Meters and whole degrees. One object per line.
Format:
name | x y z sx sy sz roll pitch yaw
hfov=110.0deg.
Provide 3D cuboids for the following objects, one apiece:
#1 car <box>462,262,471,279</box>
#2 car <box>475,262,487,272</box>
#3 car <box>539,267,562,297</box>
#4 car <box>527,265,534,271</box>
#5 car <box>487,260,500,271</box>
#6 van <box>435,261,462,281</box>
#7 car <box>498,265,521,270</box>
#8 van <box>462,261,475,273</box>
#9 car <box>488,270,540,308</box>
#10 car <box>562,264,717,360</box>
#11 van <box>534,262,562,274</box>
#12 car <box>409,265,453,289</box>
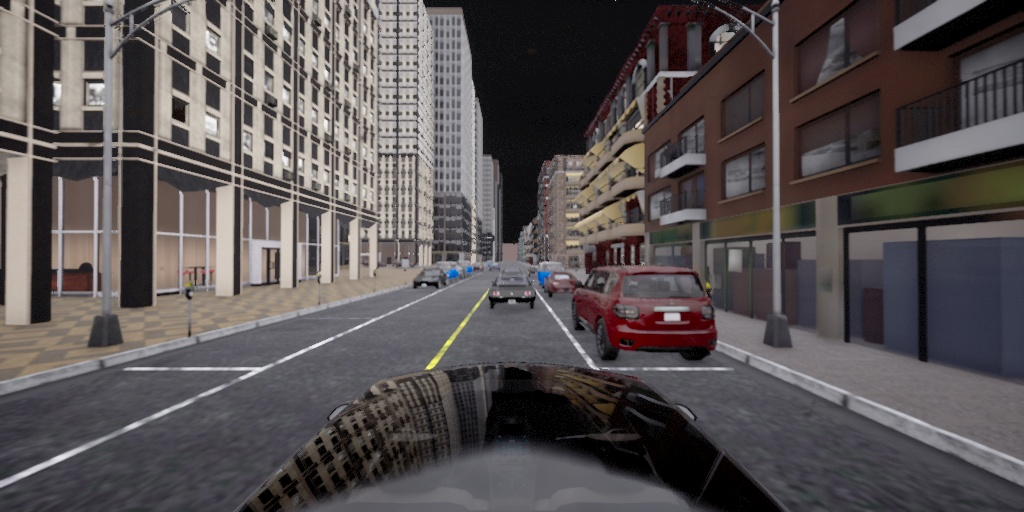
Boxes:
car | -5.675 1.634 36.647 2.007 1.370 4.403 0 0 0
car | -5.666 1.747 59.240 1.967 1.591 4.097 0 0 0
car | 2.698 1.502 19.698 1.802 1.307 4.207 0 0 0
car | 2.708 1.689 42.291 2.007 1.370 4.403 0 0 0
car | -2.979 1.864 62.214 1.812 1.442 4.674 0 -1 0
van | -5.678 1.369 30.998 1.690 1.789 3.998 0 0 0
car | 0.014 1.629 30.949 1.895 1.301 4.718 0 -1 0
van | -5.673 1.479 42.295 1.690 1.789 3.998 0 0 0
car | 0.007 1.485 15.952 1.895 1.301 4.718 0 -1 0
car | 2.693 1.127 8.401 2.192 1.841 5.009 0 0 0
van | 2.700 1.314 25.346 1.690 1.789 3.998 0 0 0
car | -5.680 1.539 25.350 1.948 1.339 4.313 0 0 0
